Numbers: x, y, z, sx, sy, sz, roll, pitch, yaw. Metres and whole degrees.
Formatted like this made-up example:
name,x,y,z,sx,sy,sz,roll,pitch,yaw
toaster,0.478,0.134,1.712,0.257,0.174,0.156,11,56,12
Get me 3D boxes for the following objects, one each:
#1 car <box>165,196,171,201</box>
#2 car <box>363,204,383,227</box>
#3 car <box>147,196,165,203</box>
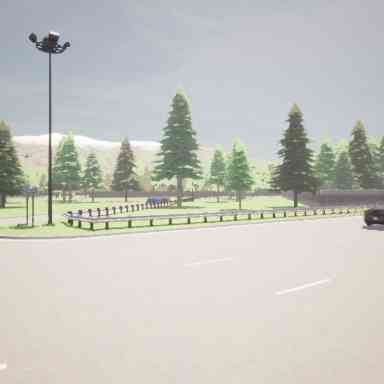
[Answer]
name,x,y,z,sx,sy,sz,roll,pitch,yaw
car,-5.634,1.525,69.477,1.812,1.442,4.674,0,0,5
car,13.166,1.477,21.697,5.008,1.535,1.882,0,0,-35
car,-6.667,1.477,58.862,1.882,1.535,5.008,0,0,6
